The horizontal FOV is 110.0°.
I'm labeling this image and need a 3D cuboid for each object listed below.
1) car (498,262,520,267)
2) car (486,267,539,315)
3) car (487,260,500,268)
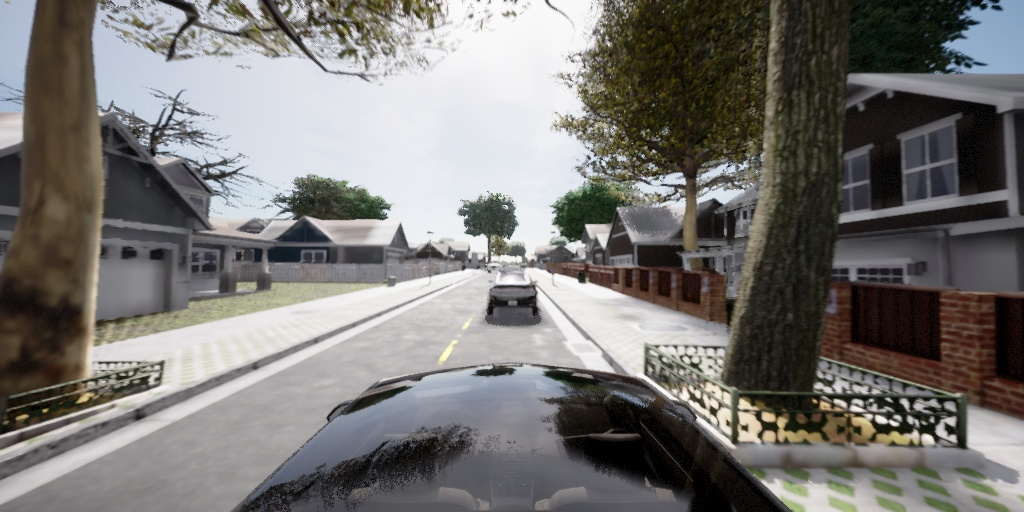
[{"bbox_3d":[0.056,1.529,30.556,1.882,1.535,5.008,0,0,0],"label":"car"},{"bbox_3d":[0.045,1.368,14.290,2.128,1.511,4.902,0,-1,1],"label":"car"},{"bbox_3d":[-2.783,1.671,57.345,2.150,2.045,5.566,0,-1,1],"label":"car"}]
